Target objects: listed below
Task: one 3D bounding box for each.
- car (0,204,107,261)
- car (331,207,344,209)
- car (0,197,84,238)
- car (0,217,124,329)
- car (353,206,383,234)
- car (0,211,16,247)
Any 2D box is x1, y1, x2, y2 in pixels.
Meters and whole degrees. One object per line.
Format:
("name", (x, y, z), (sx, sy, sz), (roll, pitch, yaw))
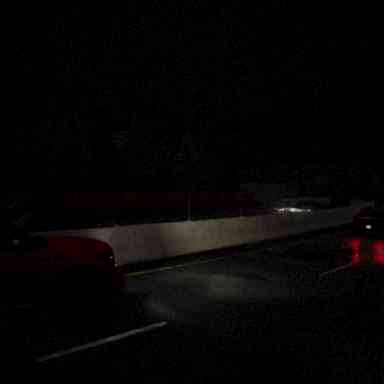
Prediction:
("car", (-5.890, 1.442, 12.986), (4.553, 1.767, 2.097), (0, 0, -39))
("car", (20.323, 1.399, 45.838), (2.150, 2.045, 5.566), (0, 0, 26))
("car", (-9.328, 1.355, 19.121), (5.566, 2.045, 2.150), (0, 0, -40))
("car", (-3.924, 1.265, 5.350), (5.566, 2.045, 2.150), (0, 0, -37))
("car", (10.631, 1.558, 18.761), (2.128, 1.511, 4.902), (0, 0, 42))
("car", (-10.202, 1.635, 14.010), (4.674, 1.442, 1.812), (0, 0, -38))
